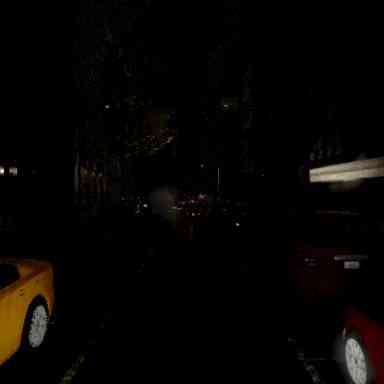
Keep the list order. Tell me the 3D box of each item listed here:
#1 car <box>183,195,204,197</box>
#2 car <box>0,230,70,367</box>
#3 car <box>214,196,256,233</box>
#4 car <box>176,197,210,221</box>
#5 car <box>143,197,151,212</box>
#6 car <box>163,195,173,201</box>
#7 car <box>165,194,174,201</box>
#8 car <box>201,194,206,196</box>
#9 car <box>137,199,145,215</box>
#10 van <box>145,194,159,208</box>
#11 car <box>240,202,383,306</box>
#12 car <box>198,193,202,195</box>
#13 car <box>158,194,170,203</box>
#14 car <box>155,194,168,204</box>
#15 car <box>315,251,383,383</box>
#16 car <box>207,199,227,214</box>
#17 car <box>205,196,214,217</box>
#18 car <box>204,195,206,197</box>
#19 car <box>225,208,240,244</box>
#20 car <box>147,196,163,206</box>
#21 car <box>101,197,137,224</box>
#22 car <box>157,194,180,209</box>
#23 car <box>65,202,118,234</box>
[{"bbox_3d":[0.097,1.449,43.971,2.128,1.511,4.902,0,0,0],"label":"car"},{"bbox_3d":[-3.102,1.473,3.262,1.882,1.535,5.008,0,0,0],"label":"car"},{"bbox_3d":[2.668,1.289,19.215,2.192,1.841,5.009,0,0,0],"label":"car"},{"bbox_3d":[0.097,1.457,26.950,2.128,1.511,4.902,0,0,0],"label":"car"},{"bbox_3d":[-5.860,1.539,36.140,1.802,1.307,4.206,0,0,0],"label":"car"},{"bbox_3d":[-5.865,1.438,81.258,1.967,1.590,4.097,0,0,0],"label":"car"},{"bbox_3d":[-5.865,1.451,86.896,1.967,1.590,4.097,0,0,0],"label":"car"},{"bbox_3d":[2.663,1.515,58.687,1.887,1.381,4.507,0,0,0],"label":"car"},{"bbox_3d":[-5.859,1.527,30.503,1.947,1.339,4.313,0,0,0],"label":"car"},{"bbox_3d":[-5.862,1.302,47.420,1.690,1.788,3.998,0,0,0],"label":"van"},{"bbox_3d":[2.668,1.303,7.938,2.192,1.841,5.009,0,0,0],"label":"car"},{"bbox_3d":[2.663,1.415,64.326,1.967,1.590,4.097,0,0,0],"label":"car"},{"bbox_3d":[-5.863,1.296,69.978,2.192,1.841,5.009,0,0,0],"label":"car"},{"bbox_3d":[-5.863,1.291,64.339,2.192,1.841,5.009,0,0,0],"label":"car"},{"bbox_3d":[2.668,1.541,2.299,1.887,1.381,4.507,0,0,0],"label":"car"},{"bbox_3d":[2.666,1.481,36.301,1.752,1.417,4.829,0,0,0],"label":"car"},{"bbox_3d":[2.667,1.276,30.493,2.192,1.841,5.009,0,0,0],"label":"car"},{"bbox_3d":[2.664,1.543,47.408,1.802,1.307,4.206,0,0,0],"label":"car"},{"bbox_3d":[2.668,1.547,13.576,1.947,1.339,4.313,0,0,0],"label":"car"},{"bbox_3d":[-5.862,1.406,53.060,1.967,1.590,4.097,0,0,0],"label":"car"},{"bbox_3d":[-5.858,1.283,24.862,2.192,1.841,5.009,0,0,0],"label":"car"},{"bbox_3d":[-3.089,1.450,44.917,2.128,1.511,4.902,0,0,0],"label":"car"},{"bbox_3d":[-5.858,1.519,19.223,1.887,1.381,4.507,0,0,0],"label":"car"}]
